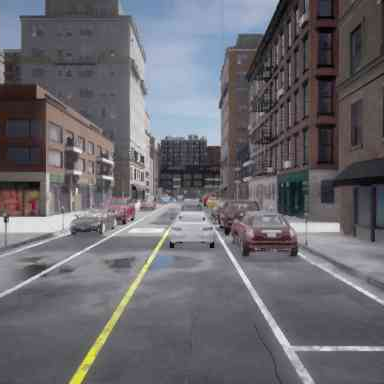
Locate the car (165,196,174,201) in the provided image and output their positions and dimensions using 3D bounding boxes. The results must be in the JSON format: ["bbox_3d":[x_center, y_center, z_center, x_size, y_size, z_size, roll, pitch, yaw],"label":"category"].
[{"bbox_3d":[-5.387,1.573,80.863,1.947,1.339,4.313,0,0,0],"label":"car"}]

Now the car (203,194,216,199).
[{"bbox_3d":[3.025,1.458,48.116,1.801,1.575,5.366,0,0,0],"label":"car"}]

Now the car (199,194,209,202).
[{"bbox_3d":[2.638,1.321,75.201,2.192,1.841,5.009,0,0,0],"label":"car"}]

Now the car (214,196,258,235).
[{"bbox_3d":[2.638,1.314,18.581,2.192,1.841,5.009,0,0,0],"label":"car"}]

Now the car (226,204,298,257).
[{"bbox_3d":[2.638,1.439,12.919,1.967,1.590,4.097,0,0,0],"label":"car"}]

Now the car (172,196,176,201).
[{"bbox_3d":[-5.387,1.557,75.201,2.008,1.369,4.403,0,0,0],"label":"car"}]

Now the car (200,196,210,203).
[{"bbox_3d":[2.638,1.571,69.539,1.947,1.339,4.313,0,0,0],"label":"car"}]

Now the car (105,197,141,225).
[{"bbox_3d":[-5.387,1.315,24.244,2.192,1.841,5.009,0,0,0],"label":"car"}]

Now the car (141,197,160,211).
[{"bbox_3d":[-5.387,1.583,41.230,1.802,1.307,4.206,0,0,0],"label":"car"}]

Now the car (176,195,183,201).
[{"bbox_3d":[-2.750,1.487,76.729,1.812,1.442,4.674,0,0,0],"label":"car"}]

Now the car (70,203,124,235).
[{"bbox_3d":[-5.387,1.550,18.582,2.008,1.369,4.403,0,0,0],"label":"car"}]

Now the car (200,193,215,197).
[{"bbox_3d":[2.981,1.223,54.956,2.150,2.045,5.566,0,0,0],"label":"car"}]

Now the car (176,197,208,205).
[{"bbox_3d":[0.000,1.496,29.650,2.128,1.511,4.902,0,0,0],"label":"car"}]

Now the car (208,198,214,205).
[{"bbox_3d":[2.638,1.525,30.075,1.752,1.417,4.829,0,0,0],"label":"car"}]

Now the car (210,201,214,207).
[{"bbox_3d":[2.638,1.565,24.244,1.947,1.339,4.313,0,0,0],"label":"car"}]

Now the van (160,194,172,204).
[{"bbox_3d":[-5.387,1.345,63.877,1.690,1.788,3.998,0,0,0],"label":"van"}]

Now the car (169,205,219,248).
[{"bbox_3d":[0.000,1.533,14.650,1.812,1.442,4.674,0,0,0],"label":"car"}]
